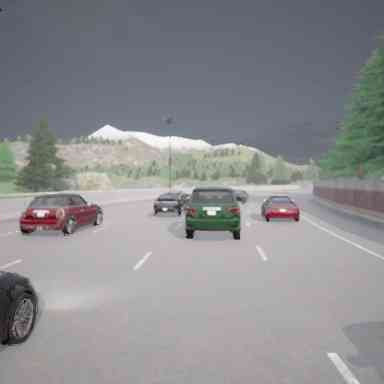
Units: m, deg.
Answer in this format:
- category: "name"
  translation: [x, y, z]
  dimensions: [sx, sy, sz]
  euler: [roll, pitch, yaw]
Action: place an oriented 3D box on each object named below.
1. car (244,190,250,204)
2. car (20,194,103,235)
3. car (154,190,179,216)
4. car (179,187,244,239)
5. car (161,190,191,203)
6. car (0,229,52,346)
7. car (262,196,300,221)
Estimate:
- category: "car"
  translation: [4.985, 0.469, 35.322]
  dimensions: [2.033, 1.411, 5.357]
  euler: [0, 2, 15]
- category: "car"
  translation: [-5.885, 0.873, 15.578]
  dimensions: [2.097, 1.767, 4.553]
  euler: [0, 2, 6]
- category: "car"
  translation: [-1.286, 0.785, 23.095]
  dimensions: [2.128, 1.511, 4.902]
  euler: [0, 2, 9]
- category: "car"
  translation: [1.017, 0.769, 14.724]
  dimensions: [2.150, 2.045, 5.566]
  euler: [0, 2, 6]
- category: "car"
  translation: [-1.704, 0.462, 37.294]
  dimensions: [1.895, 1.301, 4.718]
  euler: [0, 2, 15]
- category: "car"
  translation: [-3.266, 1.427, 3.087]
  dimensions: [1.812, 1.442, 4.674]
  euler: [0, 2, 1]
- category: "car"
  translation: [5.384, 0.935, 20.540]
  dimensions: [1.994, 1.385, 4.181]
  euler: [0, 2, 9]
